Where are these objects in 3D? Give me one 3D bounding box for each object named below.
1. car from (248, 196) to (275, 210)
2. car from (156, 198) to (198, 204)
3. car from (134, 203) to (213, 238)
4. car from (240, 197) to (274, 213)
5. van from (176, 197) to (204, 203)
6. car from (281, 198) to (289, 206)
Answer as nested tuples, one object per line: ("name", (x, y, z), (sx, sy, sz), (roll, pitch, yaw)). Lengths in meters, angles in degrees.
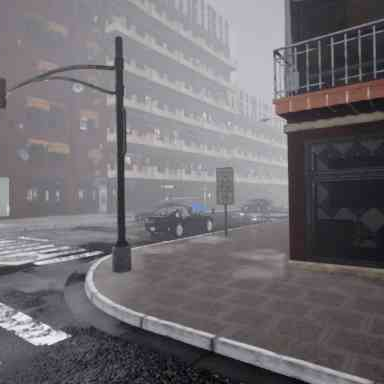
("car", (9.288, 1.426, 44.040), (1.967, 1.590, 4.097), (-1, -1, 36))
("car", (-2.001, 1.459, 24.024), (1.882, 1.535, 5.008), (-1, -1, 36))
("car", (-0.507, 1.433, 16.803), (2.008, 1.369, 4.403), (-1, -1, 36))
("car", (7.055, 1.455, 36.658), (1.837, 1.490, 4.892), (-1, -1, 36))
("van", (-0.437, 1.361, 30.448), (1.690, 1.788, 3.998), (-1, -1, 36))
("car", (15.673, 1.491, 52.962), (1.752, 1.417, 4.829), (-1, -1, 36))
